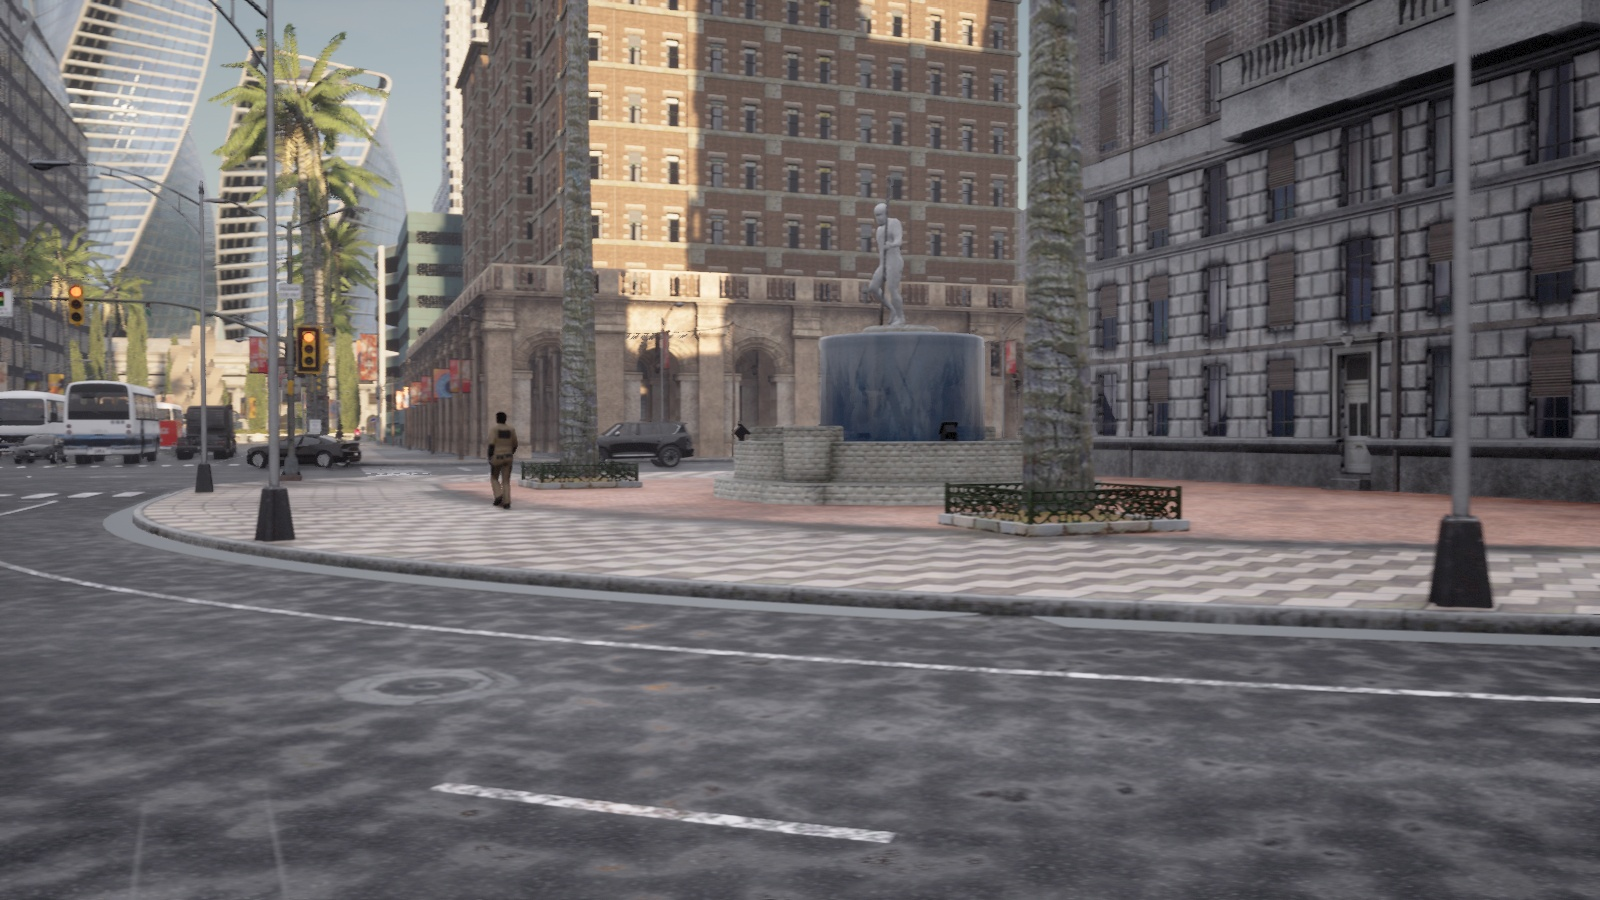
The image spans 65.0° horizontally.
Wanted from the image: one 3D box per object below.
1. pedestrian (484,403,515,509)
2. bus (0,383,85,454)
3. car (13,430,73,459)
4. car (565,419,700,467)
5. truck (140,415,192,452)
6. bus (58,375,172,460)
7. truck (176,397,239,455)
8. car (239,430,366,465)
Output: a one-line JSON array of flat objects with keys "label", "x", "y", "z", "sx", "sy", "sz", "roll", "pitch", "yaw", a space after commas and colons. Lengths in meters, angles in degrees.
[{"label": "pedestrian", "x": -5.576, "y": 0.111, "z": 23.308, "sx": 0.396, "sy": 1.930, "sz": 0.692, "roll": 0, "pitch": 1, "yaw": -28}, {"label": "bus", "x": -48.849, "y": -1.953, "z": 80.118, "sx": 3.944, "sy": 4.253, "sz": 10.273, "roll": 0, "pitch": 1, "yaw": -20}, {"label": "car", "x": -40.428, "y": -0.343, "z": 67.202, "sx": 1.837, "sy": 1.490, "sz": 4.892, "roll": 0, "pitch": 1, "yaw": -20}, {"label": "car", "x": -7.362, "y": -0.314, "z": 55.222, "sx": 5.566, "sy": 2.045, "sz": 2.150, "roll": 0, "pitch": 1, "yaw": -20}, {"label": "truck", "x": -43.915, "y": -1.148, "z": 87.089, "sx": 2.627, "sy": 2.467, "sz": 5.204, "roll": 0, "pitch": 1, "yaw": -20}, {"label": "bus", "x": -37.271, "y": -1.735, "z": 68.770, "sx": 3.944, "sy": 4.253, "sz": 10.273, "roll": 0, "pitch": 1, "yaw": -20}, {"label": "truck", "x": -37.559, "y": -1.508, "z": 79.819, "sx": 2.891, "sy": 3.462, "sz": 7.936, "roll": 0, "pitch": 1, "yaw": -20}, {"label": "car", "x": -22.220, "y": -0.131, "z": 56.193, "sx": 5.008, "sy": 1.535, "sz": 1.882, "roll": 0, "pitch": 1, "yaw": 7}]
